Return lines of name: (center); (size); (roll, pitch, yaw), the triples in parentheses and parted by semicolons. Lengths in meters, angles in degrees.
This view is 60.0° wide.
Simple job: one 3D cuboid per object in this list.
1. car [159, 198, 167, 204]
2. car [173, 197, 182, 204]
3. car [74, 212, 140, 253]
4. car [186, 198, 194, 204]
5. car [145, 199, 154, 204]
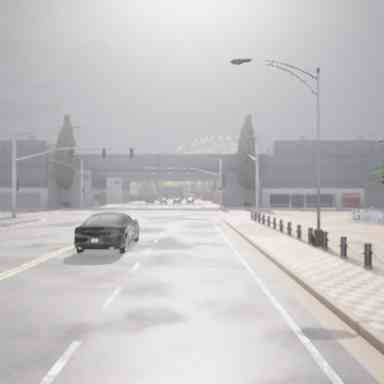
car: (-7.534, 2.330, 86.760); (2.128, 1.511, 4.902); (0, -1, 0)
car: (-4.029, 2.352, 87.573); (2.033, 1.411, 5.357); (0, -1, 0)
car: (-3.505, 1.614, 14.473); (1.882, 1.535, 5.008); (0, 0, 0)
car: (-0.524, 2.372, 88.293); (1.994, 1.385, 4.181); (0, -1, 0)
car: (-11.034, 2.400, 86.750); (1.895, 1.301, 4.718); (0, -1, 0)
